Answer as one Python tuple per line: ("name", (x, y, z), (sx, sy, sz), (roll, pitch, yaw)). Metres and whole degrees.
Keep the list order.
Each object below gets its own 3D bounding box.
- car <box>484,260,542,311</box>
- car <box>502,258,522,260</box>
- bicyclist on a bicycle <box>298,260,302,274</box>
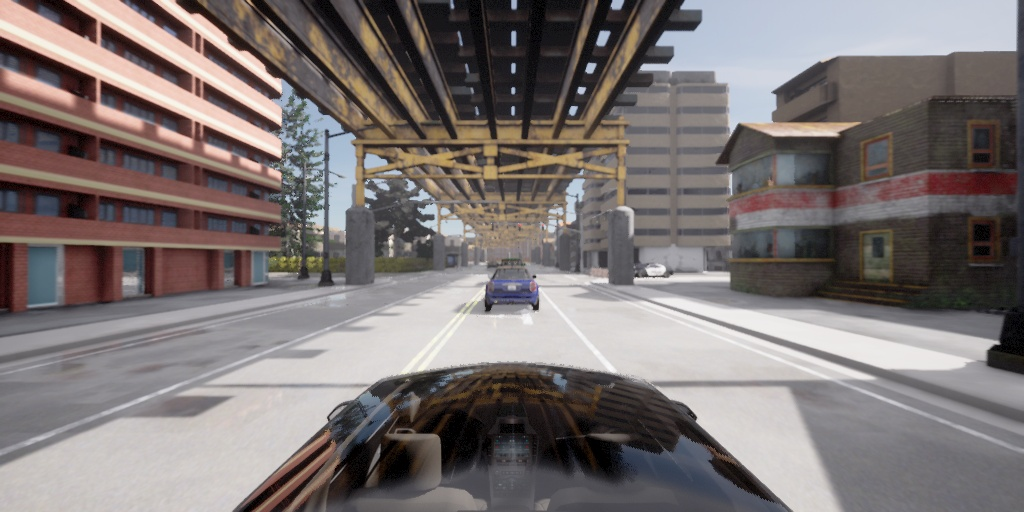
("car", (0.012, 1.206, 15.282), (2.097, 1.767, 4.553), (0, 0, 0))
("car", (-0.054, 1.170, 29.437), (2.150, 2.045, 5.566), (0, 0, -1))
("bicyclist on a bicycle", (-25.281, 1.335, 43.219), (0.582, 1.620, 1.656), (0, 0, 0))
